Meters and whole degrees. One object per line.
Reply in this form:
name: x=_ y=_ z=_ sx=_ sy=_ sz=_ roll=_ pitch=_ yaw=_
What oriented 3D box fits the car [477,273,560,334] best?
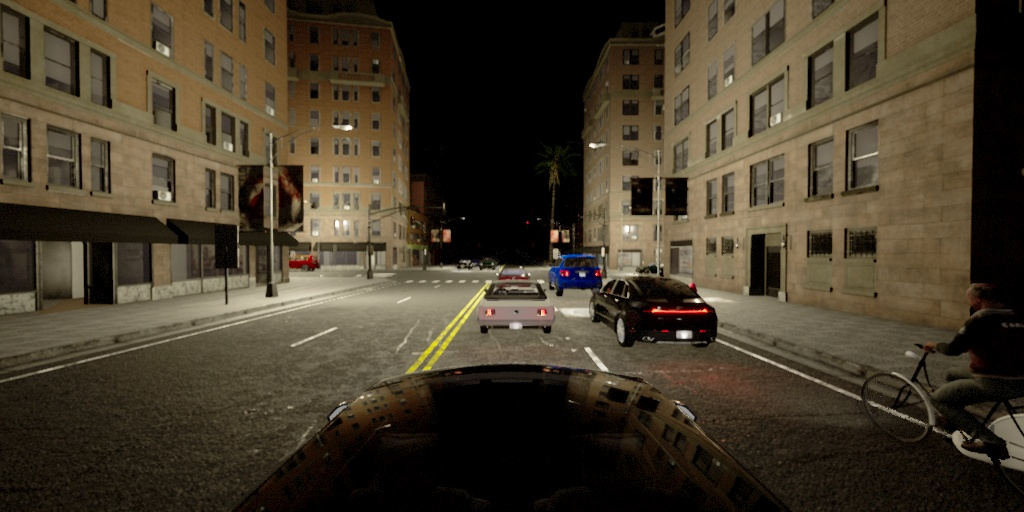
car: x=0.095 y=1.347 z=10.610 sx=1.895 sy=1.301 sz=4.718 roll=0 pitch=0 yaw=0

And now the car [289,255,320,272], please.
car: x=-23.924 y=0.827 z=39.531 sx=5.009 sy=1.841 sz=2.192 roll=0 pitch=0 yaw=-9

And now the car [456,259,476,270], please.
car: x=-6.631 y=1.225 z=50.423 sx=2.128 sy=1.511 sz=4.902 roll=0 pitch=0 yaw=0

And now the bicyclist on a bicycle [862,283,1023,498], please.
bicyclist on a bicycle: x=4.144 y=1.120 z=3.333 sx=0.659 sy=1.776 sz=1.843 roll=0 pitch=0 yaw=0

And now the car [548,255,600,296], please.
car: x=3.237 y=0.965 z=19.176 sx=2.150 sy=2.045 sz=5.566 roll=0 pitch=0 yaw=0

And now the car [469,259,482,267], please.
car: x=-6.601 y=1.253 z=64.707 sx=1.812 sy=1.442 sz=4.674 roll=0 pitch=0 yaw=0

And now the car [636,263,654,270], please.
car: x=16.027 y=1.416 z=40.017 sx=4.181 sy=1.385 sz=1.994 roll=0 pitch=1 yaw=0

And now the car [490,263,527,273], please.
car: x=0.087 y=1.291 z=20.179 sx=2.033 sy=1.411 sz=5.357 roll=0 pitch=0 yaw=0

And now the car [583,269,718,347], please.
car: x=3.299 y=1.252 z=9.267 sx=1.837 sy=1.490 sz=4.892 roll=0 pitch=0 yaw=0

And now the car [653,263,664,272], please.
car: x=16.183 y=1.506 z=34.069 sx=4.313 sy=1.339 sz=1.948 roll=0 pitch=0 yaw=0

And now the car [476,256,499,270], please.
car: x=-3.381 y=1.086 z=50.117 sx=2.097 sy=1.767 sz=4.553 roll=0 pitch=0 yaw=0
